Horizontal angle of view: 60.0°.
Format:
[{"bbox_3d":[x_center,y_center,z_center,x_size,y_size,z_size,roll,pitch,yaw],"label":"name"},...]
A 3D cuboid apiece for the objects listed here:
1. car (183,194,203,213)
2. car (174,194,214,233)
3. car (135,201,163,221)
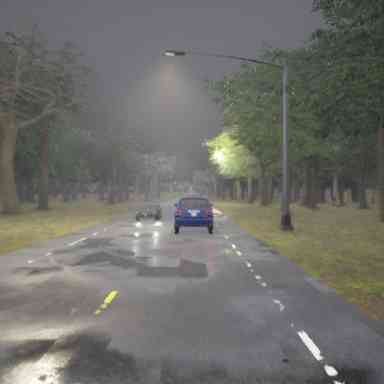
[{"bbox_3d":[0.096,1.282,38.829,2.150,2.045,5.566,0,0,0],"label":"car"},{"bbox_3d":[0.098,1.256,19.965,2.150,2.045,5.566,0,0,0],"label":"car"},{"bbox_3d":[-3.503,1.552,27.683,1.837,1.490,4.892,0,-1,0],"label":"car"}]
